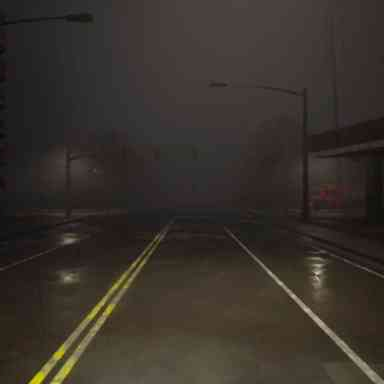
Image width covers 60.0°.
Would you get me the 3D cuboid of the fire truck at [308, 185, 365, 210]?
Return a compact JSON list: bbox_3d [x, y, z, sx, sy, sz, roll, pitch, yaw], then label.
[{"bbox_3d":[22.736,0.761,53.016,8.468,3.827,2.891,0,-1,1],"label":"fire truck"}]
